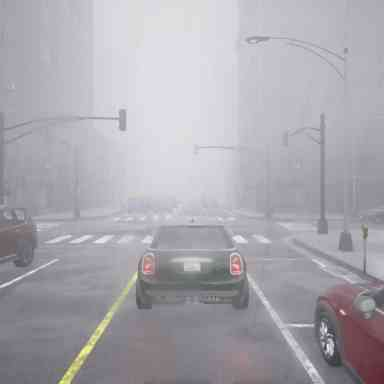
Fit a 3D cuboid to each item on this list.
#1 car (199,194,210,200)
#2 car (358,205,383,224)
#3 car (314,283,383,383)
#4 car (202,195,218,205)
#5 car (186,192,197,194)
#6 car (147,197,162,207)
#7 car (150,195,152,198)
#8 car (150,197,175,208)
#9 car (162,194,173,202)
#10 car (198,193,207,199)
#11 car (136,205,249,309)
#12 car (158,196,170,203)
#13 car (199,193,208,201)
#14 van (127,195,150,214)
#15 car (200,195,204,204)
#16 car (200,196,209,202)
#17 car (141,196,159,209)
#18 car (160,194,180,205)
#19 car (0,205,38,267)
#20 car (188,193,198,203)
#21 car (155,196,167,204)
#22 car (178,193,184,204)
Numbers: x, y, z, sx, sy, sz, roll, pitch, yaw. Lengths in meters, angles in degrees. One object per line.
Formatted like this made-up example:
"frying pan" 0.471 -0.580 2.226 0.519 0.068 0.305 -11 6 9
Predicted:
"car" 2.696 1.569 57.941 1.947 1.339 4.313 0 0 0
"car" 14.388 1.520 23.707 4.674 1.442 1.812 0 0 1
"car" 2.668 1.441 3.091 1.967 1.590 4.097 0 0 0
"car" 2.690 1.528 46.922 1.752 1.417 4.829 0 0 0
"car" 0.037 1.376 76.536 1.812 1.442 4.674 0 0 0
"car" -5.833 1.547 52.328 1.887 1.381 4.507 0 0 0
"car" -5.839 1.318 41.137 2.192 1.841 5.009 0 0 0
"car" -3.107 1.550 35.851 2.033 1.411 5.357 0 0 -4
"car" -5.819 1.317 80.307 2.192 1.841 5.009 0 0 0
"car" 2.698 1.317 63.535 2.192 1.841 5.009 0 0 0
"car" 0.013 1.353 8.016 2.097 1.767 4.553 0 0 0
"car" -5.825 1.553 69.116 2.008 1.369 4.403 0 0 0
"car" 3.043 1.226 86.546 2.150 2.045 5.566 0 0 0
"van" -5.841 1.344 35.541 1.690 1.788 3.998 0 0 0
"car" 2.693 1.554 52.346 2.008 1.369 4.403 0 0 0
"car" 2.704 1.584 74.724 1.802 1.307 4.206 0 0 0
"car" -5.836 1.443 46.733 1.967 1.590 4.097 0 0 0
"car" -3.078 1.481 46.178 1.882 1.535 5.008 0 0 0
"car" -5.855 1.316 8.593 2.192 1.841 5.009 0 0 0
"car" 0.087 1.528 66.569 1.812 1.442 4.674 0 0 0
"car" -5.828 1.528 63.350 1.752 1.417 4.829 0 0 0
"car" -3.038 1.480 60.561 1.882 1.535 5.008 0 0 0
